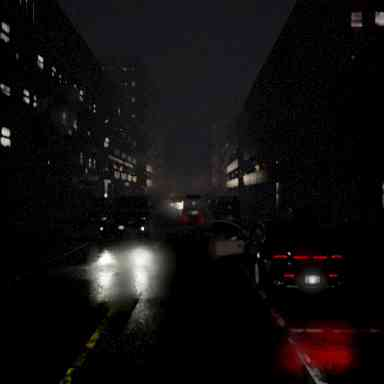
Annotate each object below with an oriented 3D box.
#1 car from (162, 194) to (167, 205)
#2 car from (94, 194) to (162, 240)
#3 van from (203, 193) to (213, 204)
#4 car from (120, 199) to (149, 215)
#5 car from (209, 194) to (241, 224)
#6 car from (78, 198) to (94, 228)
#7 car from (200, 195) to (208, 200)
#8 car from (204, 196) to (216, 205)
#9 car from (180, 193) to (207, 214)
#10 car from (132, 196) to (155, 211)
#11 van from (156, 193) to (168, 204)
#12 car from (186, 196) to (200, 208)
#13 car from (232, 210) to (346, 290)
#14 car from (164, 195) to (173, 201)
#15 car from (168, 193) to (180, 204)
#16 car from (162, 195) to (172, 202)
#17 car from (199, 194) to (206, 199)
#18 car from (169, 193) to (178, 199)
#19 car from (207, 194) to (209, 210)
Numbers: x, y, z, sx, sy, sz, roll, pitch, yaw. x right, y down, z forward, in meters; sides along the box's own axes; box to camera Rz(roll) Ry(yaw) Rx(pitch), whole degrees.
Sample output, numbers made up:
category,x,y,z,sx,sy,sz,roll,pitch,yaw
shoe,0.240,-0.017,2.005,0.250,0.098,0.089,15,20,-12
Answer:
category,x,y,z,sx,sy,sz,roll,pitch,yaw
car,-5.507,1.168,49.828,2.192,1.841,5.009,0,0,0
car,-3.041,1.159,17.109,2.150,2.045,5.566,0,0,0
van,2.914,1.175,61.174,1.690,1.788,3.998,0,0,0
car,-5.569,1.445,32.759,2.008,1.369,4.403,0,0,0
car,2.792,1.224,27.035,2.192,1.841,5.009,0,0,0
car,-5.609,1.240,21.377,2.192,1.841,5.009,0,0,0
car,2.993,1.394,83.936,1.802,1.307,4.206,0,0,0
car,2.892,1.425,55.487,1.802,1.307,4.206,0,0,0
car,0.183,1.112,34.546,2.150,2.045,5.566,0,0,0
car,-5.548,1.320,38.449,1.967,1.590,4.097,0,0,0
van,-5.466,1.175,61.206,1.690,1.788,3.998,0,0,0
car,0.202,1.366,46.236,1.837,1.490,4.892,0,0,1
car,2.386,1.470,8.988,1.837,1.490,4.892,0,0,0
car,-5.407,1.398,78.279,1.802,1.307,4.206,0,0,0
car,-2.841,1.311,61.022,1.882,1.535,5.008,0,0,1
car,-5.427,1.346,72.418,1.752,1.417,4.829,0,0,0
car,3.034,1.389,95.317,1.802,1.307,4.206,0,0,0
car,-5.345,1.122,95.348,2.192,1.841,5.009,0,0,0
car,2.832,1.320,38.416,1.967,1.590,4.097,0,0,0
